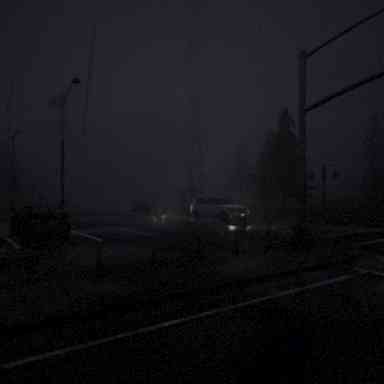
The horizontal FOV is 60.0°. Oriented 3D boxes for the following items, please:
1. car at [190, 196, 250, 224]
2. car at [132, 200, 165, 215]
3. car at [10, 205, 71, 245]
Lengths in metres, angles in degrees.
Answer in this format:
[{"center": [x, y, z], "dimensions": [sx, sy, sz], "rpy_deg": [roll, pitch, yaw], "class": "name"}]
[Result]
[{"center": [2.096, 1.343, 26.571], "dimensions": [2.150, 2.045, 5.566], "rpy_deg": [1, 0, -36], "class": "car"}, {"center": [-4.695, 1.611, 35.765], "dimensions": [2.128, 1.511, 4.902], "rpy_deg": [1, 0, -36], "class": "car"}, {"center": [-6.859, 1.361, 14.963], "dimensions": [2.007, 1.523, 4.514], "rpy_deg": [1, 0, -36], "class": "car"}]
